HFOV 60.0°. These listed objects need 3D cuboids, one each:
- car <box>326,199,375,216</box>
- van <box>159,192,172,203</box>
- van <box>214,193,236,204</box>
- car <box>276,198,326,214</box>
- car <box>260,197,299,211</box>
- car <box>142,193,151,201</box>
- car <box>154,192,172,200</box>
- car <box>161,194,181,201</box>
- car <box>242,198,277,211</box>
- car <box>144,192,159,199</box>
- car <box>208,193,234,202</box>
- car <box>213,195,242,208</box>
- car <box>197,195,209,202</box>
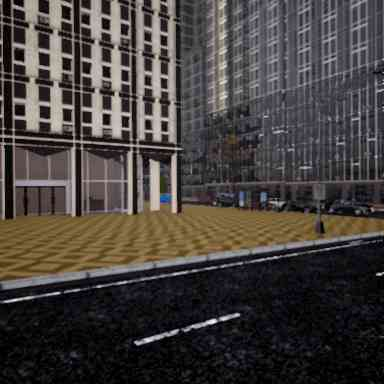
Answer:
[{"bbox_3d":[16.080,1.528,34.113,2.128,1.511,4.902,-1,1,-34],"label":"car"},{"bbox_3d":[-4.213,1.112,59.322,1.690,1.788,3.998,0,1,-34],"label":"van"},{"bbox_3d":[5.912,1.078,59.340,1.690,1.788,3.998,0,1,-34],"label":"van"},{"bbox_3d":[11.676,1.596,35.763,1.947,1.339,4.313,0,1,-34],"label":"car"},{"bbox_3d":[10.886,1.479,41.744,1.812,1.442,4.674,-1,1,-34],"label":"car"},{"bbox_3d":[-10.614,1.216,68.718,2.008,1.369,4.403,0,1,-34],"label":"car"},{"bbox_3d":[-6.885,0.840,78.131,2.192,1.841,5.009,0,1,-34],"label":"car"},{"bbox_3d":[-4.417,1.133,69.872,1.837,1.490,4.892,-1,1,-34],"label":"car"},{"bbox_3d":[8.490,1.561,40.473,1.802,1.307,4.206,0,1,-34],"label":"car"},{"bbox_3d":[-10.086,0.911,82.829,1.967,1.590,4.097,0,1,-34],"label":"car"},{"bbox_3d":[5.062,1.365,50.302,1.837,1.490,4.892,-1,1,-34],"label":"car"},{"bbox_3d":[5.339,1.493,45.202,1.947,1.339,4.313,0,1,-34],"label":"car"},{"bbox_3d":[2.712,1.267,64.040,1.802,1.307,4.206,0,1,-34],"label":"car"}]
